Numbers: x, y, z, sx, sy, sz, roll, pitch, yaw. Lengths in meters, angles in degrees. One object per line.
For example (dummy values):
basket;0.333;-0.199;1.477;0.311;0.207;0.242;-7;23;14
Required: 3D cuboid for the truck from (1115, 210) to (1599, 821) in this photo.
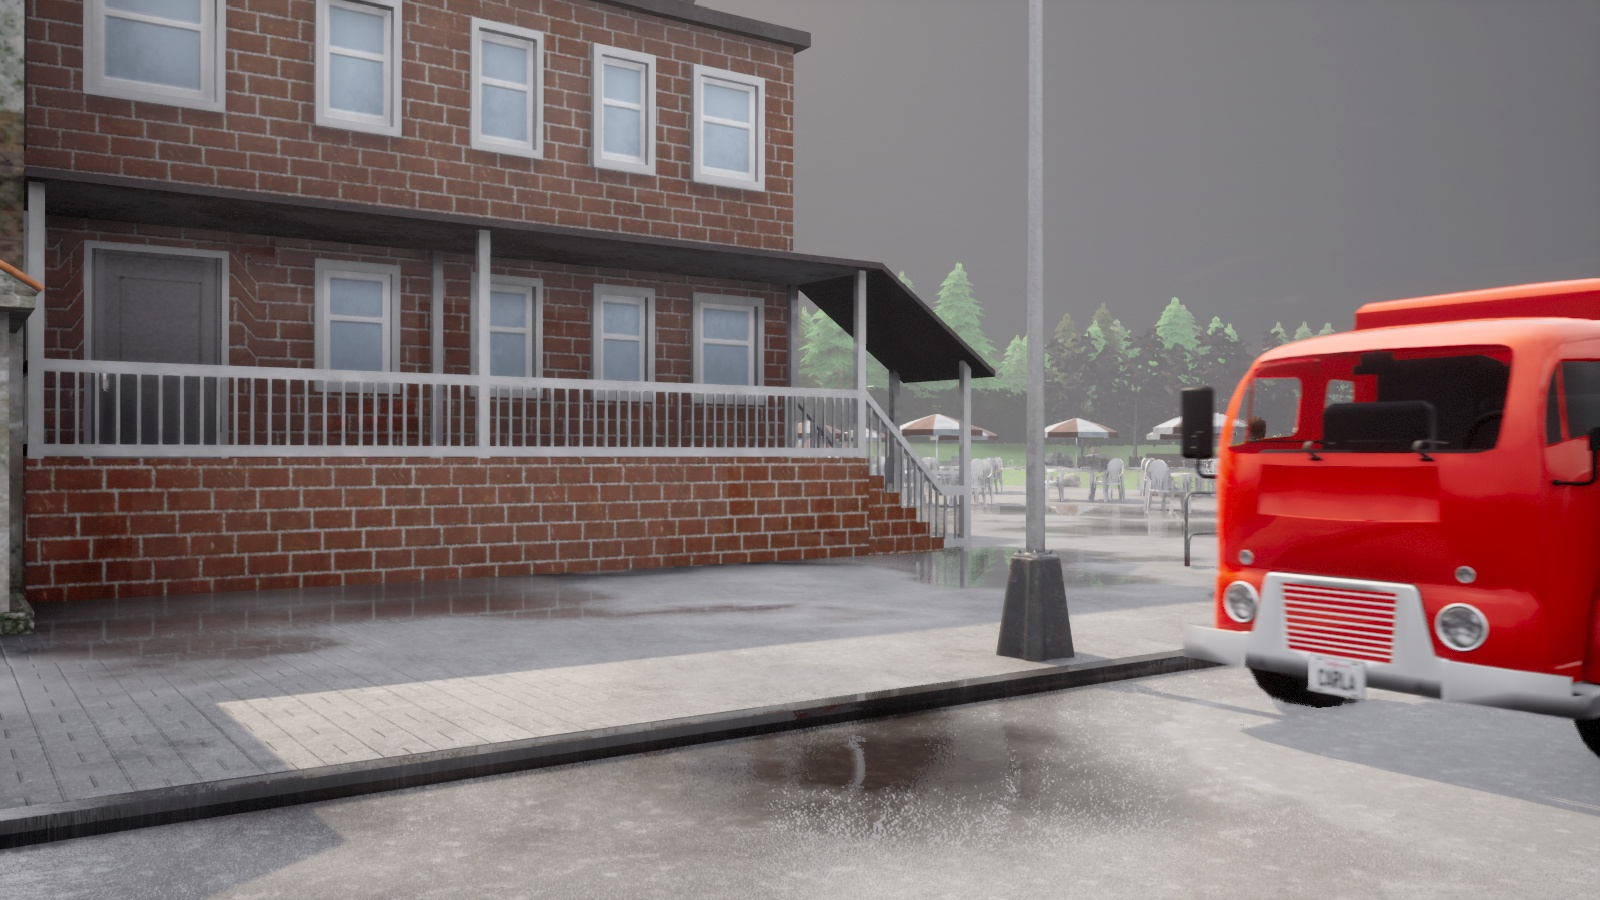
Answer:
truck;4.681;0.267;7.543;5.204;2.467;2.627;0;0;-35
